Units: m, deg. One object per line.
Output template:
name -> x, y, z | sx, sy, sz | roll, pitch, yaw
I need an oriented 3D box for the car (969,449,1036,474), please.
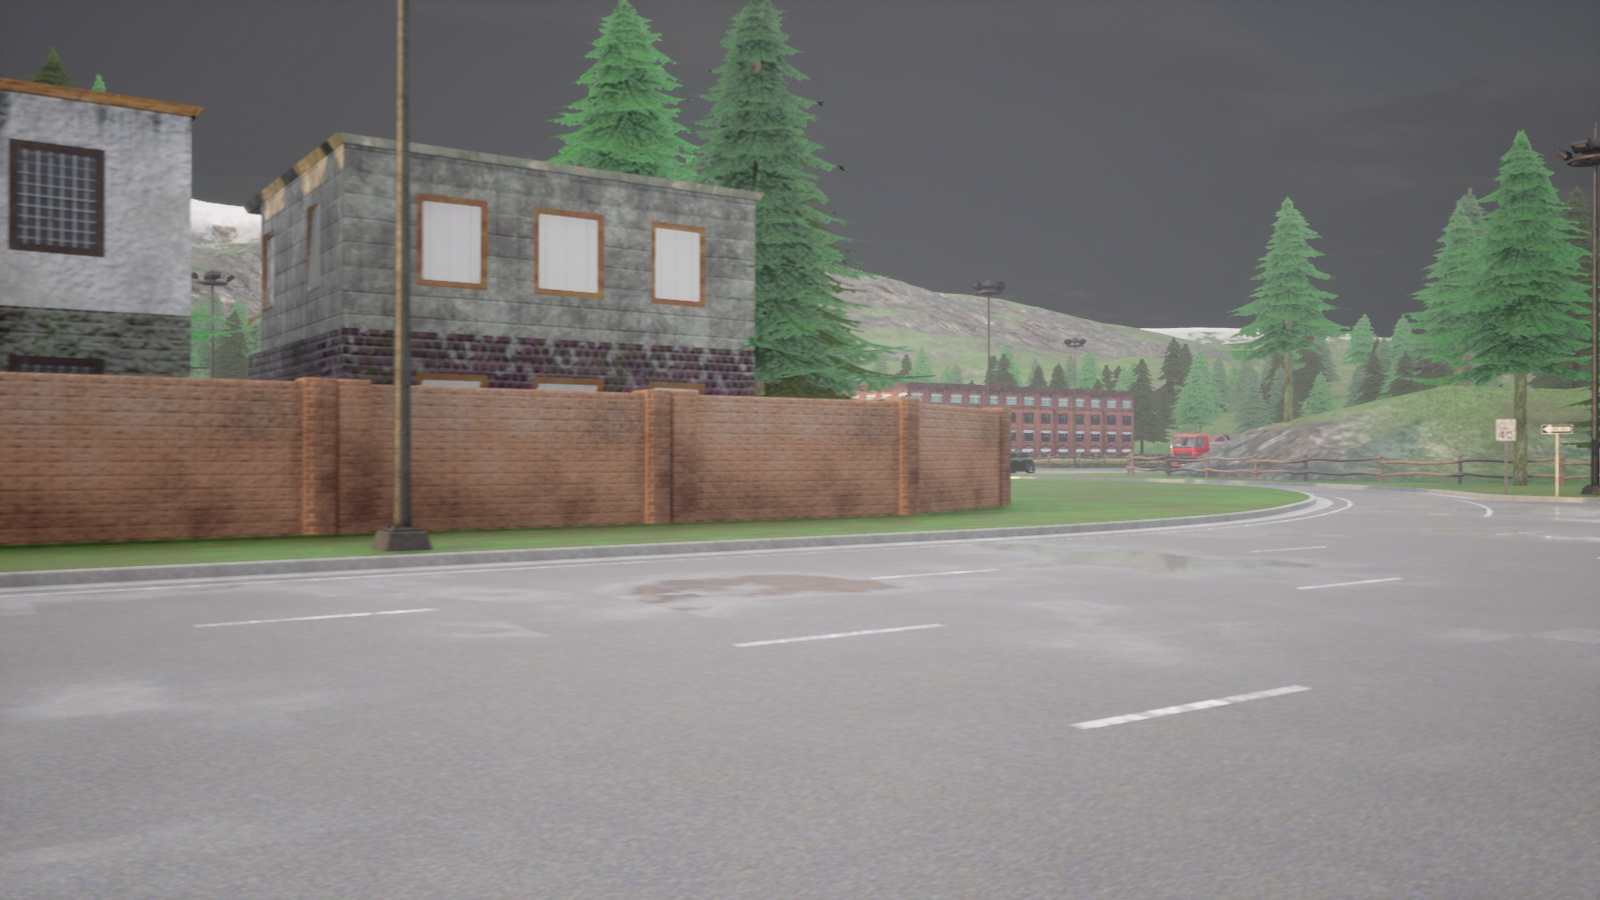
car -> 14.543, 0.794, 90.047 | 4.553, 1.767, 2.097 | 0, 0, -35
